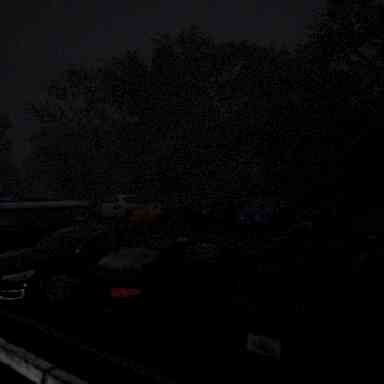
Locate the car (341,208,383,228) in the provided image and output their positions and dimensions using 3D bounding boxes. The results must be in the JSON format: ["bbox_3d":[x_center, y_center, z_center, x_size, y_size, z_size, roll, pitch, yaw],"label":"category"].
[{"bbox_3d":[9.049,1.548,16.156,2.163,1.488,4.792,0,0,35],"label":"car"}]

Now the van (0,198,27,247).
[{"bbox_3d":[-9.326,1.265,13.350,1.878,1.987,4.442,0,0,35],"label":"van"}]

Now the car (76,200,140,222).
[{"bbox_3d":[-6.793,1.498,27.420,2.163,1.488,4.792,0,0,35],"label":"car"}]

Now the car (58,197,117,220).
[{"bbox_3d":[-9.022,1.332,29.077,2.185,1.767,4.553,0,0,35],"label":"car"}]

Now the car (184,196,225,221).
[{"bbox_3d":[2.289,1.257,21.033,2.435,2.045,5.566,0,0,35],"label":"car"}]

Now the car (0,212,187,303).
[{"bbox_3d":[-2.534,1.516,8.386,2.231,1.521,4.892,0,0,35],"label":"car"}]

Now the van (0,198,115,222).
[{"bbox_3d":[-4.758,1.285,10.103,1.878,1.987,4.442,0,0,35],"label":"van"}]

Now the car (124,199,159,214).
[{"bbox_3d":[-2.144,1.485,24.378,1.946,1.575,5.366,0,0,35],"label":"car"}]

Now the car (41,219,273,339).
[{"bbox_3d":[-0.254,1.558,6.755,2.002,1.452,4.674,0,0,35],"label":"car"}]

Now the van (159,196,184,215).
[{"bbox_3d":[0.078,1.272,22.713,1.878,1.987,4.442,0,0,35],"label":"van"}]

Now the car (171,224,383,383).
[{"bbox_3d":[2.053,1.547,5.154,2.163,1.488,4.792,0,0,35],"label":"car"}]

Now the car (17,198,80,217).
[{"bbox_3d":[-13.671,1.435,32.117,1.946,1.575,5.366,0,0,35],"label":"car"}]

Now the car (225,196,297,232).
[{"bbox_3d":[4.519,1.262,19.377,2.435,2.045,5.566,0,0,35],"label":"car"}]

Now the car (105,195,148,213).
[{"bbox_3d":[-4.497,1.227,25.858,2.435,2.045,5.566,0,0,35],"label":"car"}]

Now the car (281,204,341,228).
[{"bbox_3d":[6.814,1.546,17.816,2.163,1.488,4.792,0,0,35],"label":"car"}]
